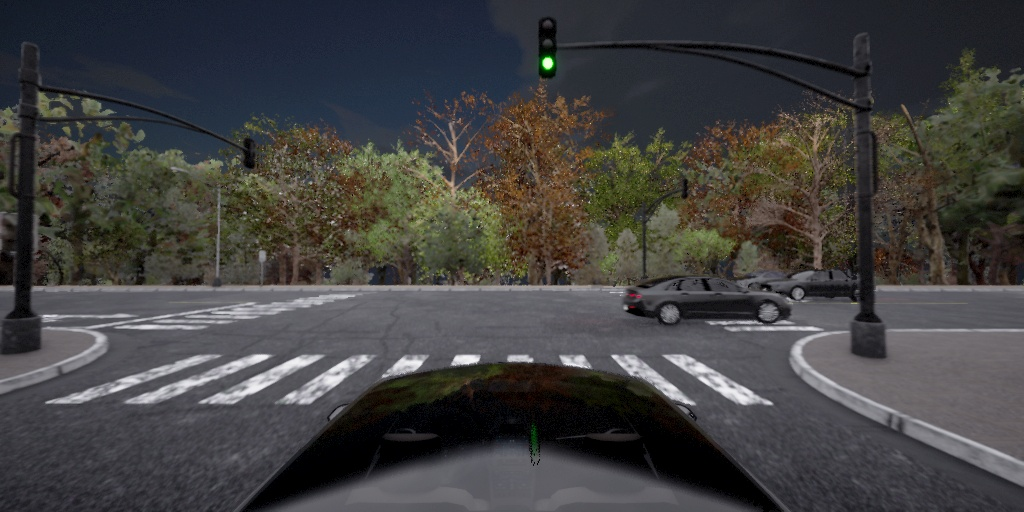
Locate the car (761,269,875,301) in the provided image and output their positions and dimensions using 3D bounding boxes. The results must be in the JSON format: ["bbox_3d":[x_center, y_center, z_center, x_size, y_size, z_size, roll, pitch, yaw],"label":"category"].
[{"bbox_3d":[15.025,1.413,17.853,4.892,1.490,1.837,0,-1,1],"label":"car"}]

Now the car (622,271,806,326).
[{"bbox_3d":[6.037,1.354,11.407,4.892,1.490,1.837,-1,-1,1],"label":"car"}]

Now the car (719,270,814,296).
[{"bbox_3d":[14.847,1.546,21.103,4.181,1.385,1.994,0,-1,0],"label":"car"}]
